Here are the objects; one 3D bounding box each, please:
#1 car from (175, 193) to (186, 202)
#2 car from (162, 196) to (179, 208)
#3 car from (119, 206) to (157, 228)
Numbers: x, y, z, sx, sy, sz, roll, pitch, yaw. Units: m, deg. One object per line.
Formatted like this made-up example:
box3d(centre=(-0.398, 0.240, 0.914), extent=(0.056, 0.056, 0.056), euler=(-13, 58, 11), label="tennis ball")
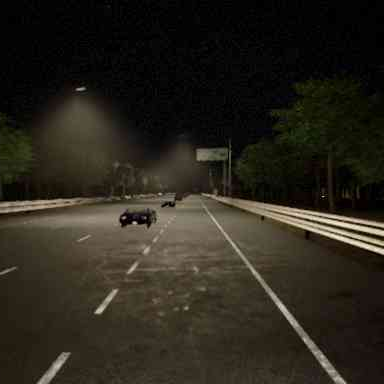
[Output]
box3d(centre=(-3.166, 1.331, 78.476), extent=(2.097, 1.767, 4.553), euler=(0, 0, 0), label="car")
box3d(centre=(-3.357, 1.603, 49.324), extent=(1.895, 1.301, 4.718), euler=(0, 0, 0), label="car")
box3d(centre=(-3.469, 1.606, 22.336), extent=(1.895, 1.301, 4.718), euler=(0, 0, 0), label="car")
